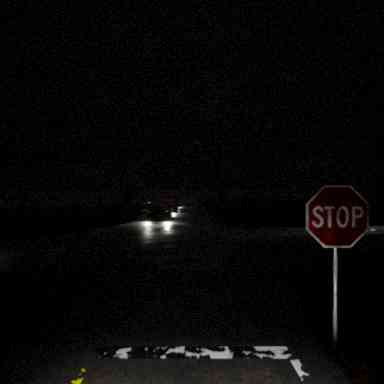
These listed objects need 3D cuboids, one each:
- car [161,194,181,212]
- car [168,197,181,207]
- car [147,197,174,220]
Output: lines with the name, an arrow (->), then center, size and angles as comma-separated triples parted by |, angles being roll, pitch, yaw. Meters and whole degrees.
car -> -2.856, 1.258, 40.354 | 2.150, 2.045, 5.566 | 0, 0, 1
car -> -2.846, 1.602, 54.115 | 1.812, 1.442, 4.674 | 0, 0, 0
car -> -2.814, 1.500, 28.977 | 1.882, 1.535, 5.008 | 0, 0, -1
